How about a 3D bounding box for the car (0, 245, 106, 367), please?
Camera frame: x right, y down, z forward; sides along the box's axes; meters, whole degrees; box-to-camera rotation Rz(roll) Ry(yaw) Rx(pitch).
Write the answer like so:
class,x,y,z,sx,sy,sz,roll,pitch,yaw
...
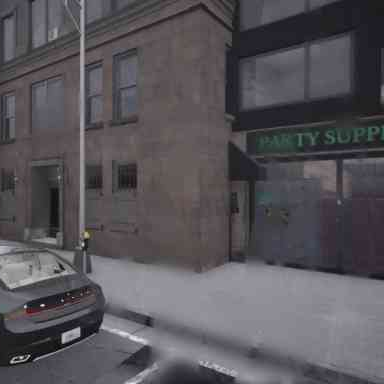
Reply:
class,x,y,z,sx,sy,sz,roll,pitch,yaw
car,-3.282,1.551,5.416,4.403,1.369,2.008,0,0,35
